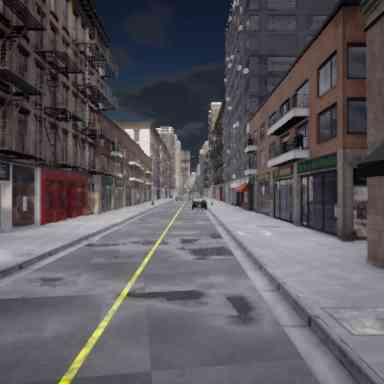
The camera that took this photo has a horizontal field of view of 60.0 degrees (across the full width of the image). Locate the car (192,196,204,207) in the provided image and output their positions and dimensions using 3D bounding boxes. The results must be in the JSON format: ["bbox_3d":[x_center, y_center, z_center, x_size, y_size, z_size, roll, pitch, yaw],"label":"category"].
[{"bbox_3d":[0.900,1.447,51.946,1.882,1.535,5.008,0,0,0],"label":"car"}]

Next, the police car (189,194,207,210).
[{"bbox_3d":[0.900,1.397,42.055,1.930,1.638,5.238,0,0,0],"label":"police car"}]

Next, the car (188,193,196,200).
[{"bbox_3d":[0.000,1.287,92.073,2.097,1.767,4.553,0,0,0],"label":"car"}]

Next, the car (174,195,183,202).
[{"bbox_3d":[-3.000,1.509,76.742,2.033,1.411,5.357,0,0,0],"label":"car"}]

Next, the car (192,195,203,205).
[{"bbox_3d":[0.901,1.424,58.136,1.801,1.575,5.366,0,0,0],"label":"car"}]
